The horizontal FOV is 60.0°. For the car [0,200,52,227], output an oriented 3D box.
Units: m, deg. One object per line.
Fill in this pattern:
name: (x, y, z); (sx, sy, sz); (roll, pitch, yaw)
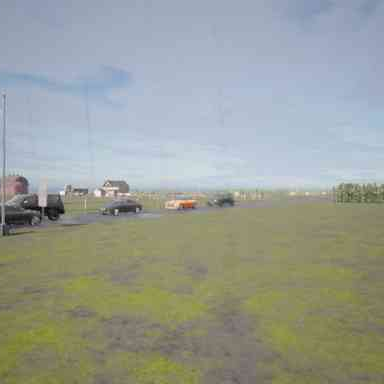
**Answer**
car: (-11.710, 1.506, 20.860); (1.837, 1.490, 4.892); (1, 0, 34)

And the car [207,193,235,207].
car: (4.425, 1.172, 50.231); (2.150, 2.045, 5.566); (1, 1, 35)

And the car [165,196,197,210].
car: (-1.341, 1.308, 41.673); (2.097, 1.767, 4.553); (1, 0, 34)

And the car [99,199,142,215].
car: (-7.055, 1.468, 33.130); (1.837, 1.490, 4.892); (1, 0, 34)

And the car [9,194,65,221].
car: (-12.380, 1.192, 25.124); (2.150, 2.045, 5.566); (1, 0, 33)
